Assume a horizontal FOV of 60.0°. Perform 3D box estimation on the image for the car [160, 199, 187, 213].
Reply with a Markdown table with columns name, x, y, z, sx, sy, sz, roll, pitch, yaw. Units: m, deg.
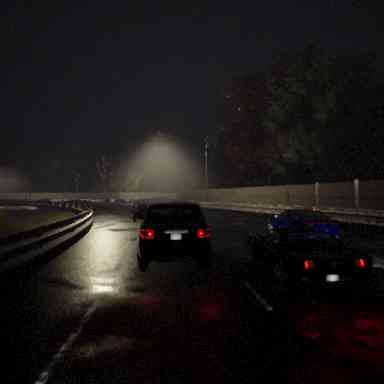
| name | x | y | z | sx | sy | sz | roll | pitch | yaw |
| --- | --- | --- | --- | --- | --- | --- | --- | --- | --- |
| car | -2.544 | 1.796 | 44.508 | 2.097 | 1.767 | 4.553 | 0 | -1 | -23 |

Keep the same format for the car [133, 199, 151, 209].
| name | x | y | z | sx | sy | sz | roll | pitch | yaw |
| --- | --- | --- | --- | --- | --- | --- | --- | --- | --- |
| car | -8.941 | 2.096 | 58.974 | 1.882 | 1.535 | 5.008 | 0 | -1 | -24 |

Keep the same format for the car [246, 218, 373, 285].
| name | x | y | z | sx | sy | sz | roll | pitch | yaw |
| --- | --- | --- | --- | --- | --- | --- | --- | --- | --- |
| car | 2.985 | 1.681 | 9.748 | 1.895 | 1.301 | 4.718 | 0 | -1 | -5 |

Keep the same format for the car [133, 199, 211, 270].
| name | x | y | z | sx | sy | sz | roll | pitch | yaw |
| --- | --- | --- | --- | --- | --- | --- | --- | --- | --- |
| car | -0.703 | 1.338 | 11.655 | 2.150 | 2.045 | 5.566 | 0 | -1 | -6 |

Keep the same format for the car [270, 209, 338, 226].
| name | x | y | z | sx | sy | sz | roll | pitch | yaw |
| --- | --- | --- | --- | --- | --- | --- | --- | --- | --- |
| car | 5.536 | 1.617 | 17.296 | 1.882 | 1.535 | 5.008 | 0 | -1 | -9 |

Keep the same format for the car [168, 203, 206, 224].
| name | x | y | z | sx | sy | sz | roll | pitch | yaw |
| --- | --- | --- | --- | --- | --- | --- | --- | --- | --- |
| car | -0.531 | 1.771 | 28.501 | 2.128 | 1.511 | 4.902 | 0 | -1 | -15 |

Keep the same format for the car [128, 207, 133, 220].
| name | x | y | z | sx | sy | sz | roll | pitch | yaw |
| --- | --- | --- | --- | --- | --- | --- | --- | --- | --- |
| car | -4.508 | 1.816 | 29.654 | 1.837 | 1.490 | 4.892 | 0 | -1 | -16 |
